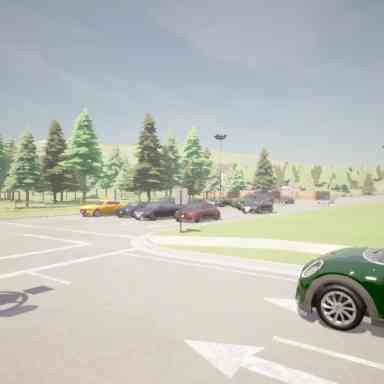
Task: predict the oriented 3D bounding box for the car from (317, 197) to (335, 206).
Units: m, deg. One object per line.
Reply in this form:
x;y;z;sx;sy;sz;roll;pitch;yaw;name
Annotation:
22.320;1.514;55.283;1.895;1.301;4.718;0;0;36;car

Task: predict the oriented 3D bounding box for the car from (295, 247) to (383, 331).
4.088;1.352;5.374;4.553;1.767;2.097;0;0;36;car

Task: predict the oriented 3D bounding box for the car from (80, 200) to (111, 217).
-8.245;1.478;31.553;1.882;1.535;5.008;0;0;36;car

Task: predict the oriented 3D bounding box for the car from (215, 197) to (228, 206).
4.394;1.491;48.761;2.128;1.511;4.902;0;0;36;car

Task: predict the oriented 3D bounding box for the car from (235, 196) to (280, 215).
6.811;1.492;34.319;2.128;1.511;4.902;0;0;36;car

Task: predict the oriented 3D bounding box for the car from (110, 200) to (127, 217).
-4.905;1.564;30.176;1.994;1.385;4.181;0;0;37;car

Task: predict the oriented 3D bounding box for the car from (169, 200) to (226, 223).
0.486;1.564;25.705;1.994;1.385;4.181;0;0;36;car

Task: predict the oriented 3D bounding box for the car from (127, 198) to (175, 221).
-2.730;1.526;27.235;1.812;1.442;4.674;0;0;36;car

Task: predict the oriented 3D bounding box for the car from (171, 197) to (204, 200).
0.174;1.505;37.107;1.837;1.490;4.892;0;0;36;car

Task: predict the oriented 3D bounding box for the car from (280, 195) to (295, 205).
16.712;1.393;59.473;2.097;1.767;4.553;0;0;36;car

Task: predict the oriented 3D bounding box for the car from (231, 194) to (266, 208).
7.515;1.222;41.193;2.150;2.045;5.566;0;0;36;car

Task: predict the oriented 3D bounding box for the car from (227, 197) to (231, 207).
7.205;1.564;46.677;1.994;1.385;4.181;0;0;36;car

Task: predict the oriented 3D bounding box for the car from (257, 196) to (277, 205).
13.873;1.546;61.519;1.812;1.442;4.674;0;0;36;car
